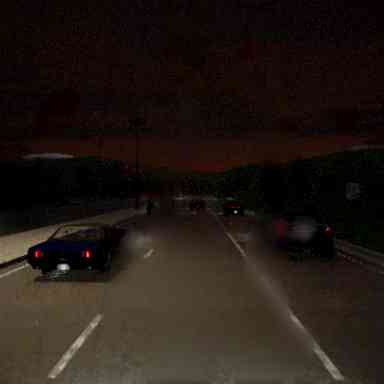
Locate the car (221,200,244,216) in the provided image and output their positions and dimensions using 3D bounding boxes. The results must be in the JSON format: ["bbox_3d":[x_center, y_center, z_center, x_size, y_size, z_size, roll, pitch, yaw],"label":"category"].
[{"bbox_3d":[4.091,1.605,33.461,1.837,1.490,4.892,0,0,1],"label":"car"}]

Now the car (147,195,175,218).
[{"bbox_3d":[-2.935,1.314,31.897,2.150,2.045,5.566,0,0,1],"label":"car"}]

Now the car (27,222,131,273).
[{"bbox_3d":[-3.252,1.631,10.730,1.895,1.301,4.718,0,0,1],"label":"car"}]

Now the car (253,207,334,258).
[{"bbox_3d":[3.791,1.392,13.183,2.097,1.767,4.553,0,0,1],"label":"car"}]

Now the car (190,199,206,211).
[{"bbox_3d":[0.740,1.604,43.077,1.882,1.535,5.008,0,0,1],"label":"car"}]
